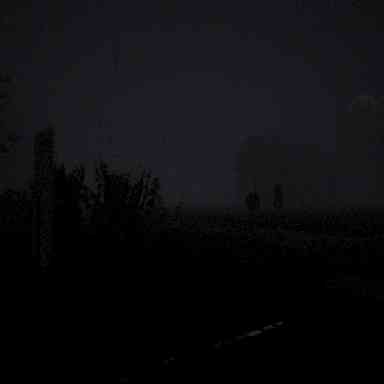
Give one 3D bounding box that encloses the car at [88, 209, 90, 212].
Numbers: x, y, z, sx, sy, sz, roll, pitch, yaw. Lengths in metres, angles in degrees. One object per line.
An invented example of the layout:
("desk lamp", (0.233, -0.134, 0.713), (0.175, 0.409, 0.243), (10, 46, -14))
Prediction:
("car", (-13.736, 2.219, 48.372), (1.994, 1.385, 4.181), (1, -1, -34))
